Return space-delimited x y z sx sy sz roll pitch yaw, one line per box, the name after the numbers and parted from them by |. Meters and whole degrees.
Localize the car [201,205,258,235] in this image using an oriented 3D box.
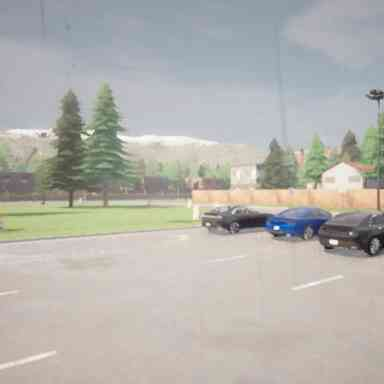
2.740 1.488 18.940 4.902 1.511 2.128 0 0 -39 | car

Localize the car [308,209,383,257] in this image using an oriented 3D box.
6.964 1.503 13.075 4.892 1.490 1.837 0 0 -35 | car

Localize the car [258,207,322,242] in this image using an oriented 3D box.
5.882 1.474 16.591 5.008 1.535 1.882 0 0 -35 | car
